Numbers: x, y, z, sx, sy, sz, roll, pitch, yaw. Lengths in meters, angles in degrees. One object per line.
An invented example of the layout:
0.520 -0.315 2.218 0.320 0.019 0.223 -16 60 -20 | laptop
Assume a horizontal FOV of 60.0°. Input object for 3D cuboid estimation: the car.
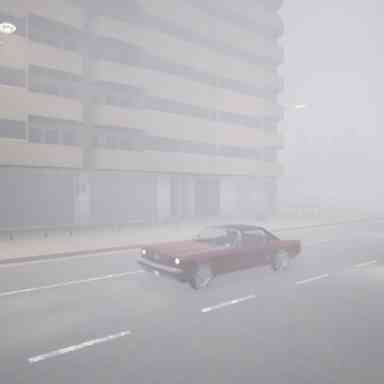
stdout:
0.913 1.601 9.203 4.718 1.301 1.895 0 0 -38 | car
